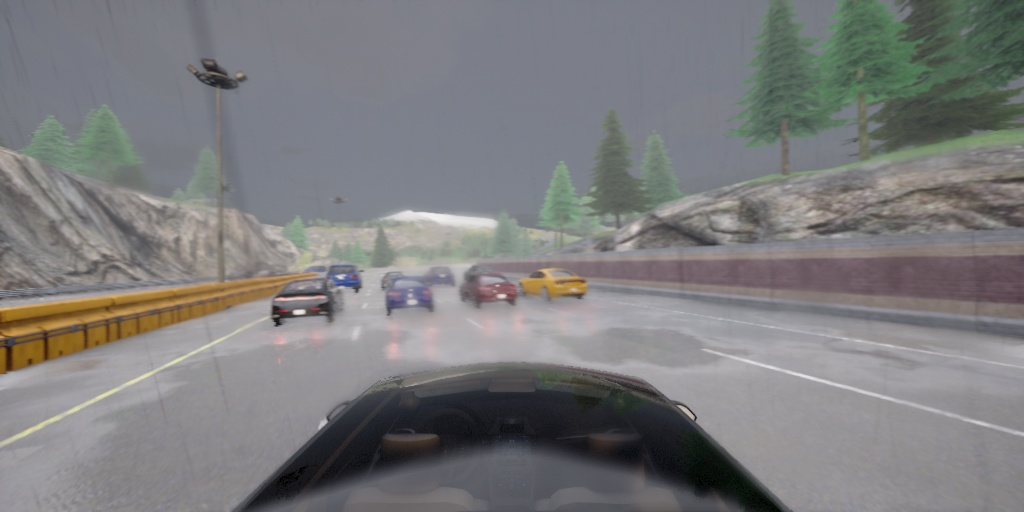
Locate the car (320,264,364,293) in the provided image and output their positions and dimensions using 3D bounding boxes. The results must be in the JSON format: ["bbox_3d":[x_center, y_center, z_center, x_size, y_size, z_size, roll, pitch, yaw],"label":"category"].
[{"bbox_3d":[-12.365,1.640,26.606,2.150,2.045,5.566,-1,-1,-19],"label":"car"}]

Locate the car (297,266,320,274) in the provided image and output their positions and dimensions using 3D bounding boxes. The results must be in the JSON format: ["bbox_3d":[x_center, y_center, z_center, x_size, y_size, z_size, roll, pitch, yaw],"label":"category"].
[{"bbox_3d":[-30.734,2.531,56.006,2.150,2.045,5.566,-2,-1,-8],"label":"car"}]

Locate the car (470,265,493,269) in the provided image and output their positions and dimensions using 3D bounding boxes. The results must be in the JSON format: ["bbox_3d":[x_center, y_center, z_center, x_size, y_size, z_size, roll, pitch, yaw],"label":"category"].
[{"bbox_3d":[-2.838,1.564,31.205,2.097,1.767,4.553,-1,-1,-19],"label":"car"}]

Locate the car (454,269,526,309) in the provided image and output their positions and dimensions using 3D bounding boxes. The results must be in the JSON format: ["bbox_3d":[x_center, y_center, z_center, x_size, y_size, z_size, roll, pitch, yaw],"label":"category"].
[{"bbox_3d":[-1.182,1.502,16.627,1.812,1.442,4.674,-1,-1,-20],"label":"car"}]

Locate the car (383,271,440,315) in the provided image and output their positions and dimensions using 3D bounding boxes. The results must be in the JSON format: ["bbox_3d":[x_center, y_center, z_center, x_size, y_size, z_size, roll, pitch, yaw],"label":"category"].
[{"bbox_3d":[-4.468,1.578,15.426,1.812,1.442,4.674,-1,-1,-20],"label":"car"}]

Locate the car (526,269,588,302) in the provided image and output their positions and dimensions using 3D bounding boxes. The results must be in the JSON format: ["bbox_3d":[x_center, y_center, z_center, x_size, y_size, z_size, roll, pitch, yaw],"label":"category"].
[{"bbox_3d":[1.927,1.390,18.314,1.882,1.535,5.008,-1,-1,-20],"label":"car"}]

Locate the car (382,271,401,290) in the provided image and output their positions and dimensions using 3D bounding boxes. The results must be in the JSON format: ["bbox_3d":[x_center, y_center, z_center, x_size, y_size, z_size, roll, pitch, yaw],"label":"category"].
[{"bbox_3d":[-9.528,1.937,29.154,1.994,1.385,4.181,-1,-1,-19],"label":"car"}]

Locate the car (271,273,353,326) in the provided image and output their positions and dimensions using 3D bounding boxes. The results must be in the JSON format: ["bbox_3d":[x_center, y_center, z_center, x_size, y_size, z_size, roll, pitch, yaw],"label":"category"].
[{"bbox_3d":[-7.512,1.604,13.551,2.128,1.511,4.902,-1,-1,-20],"label":"car"}]

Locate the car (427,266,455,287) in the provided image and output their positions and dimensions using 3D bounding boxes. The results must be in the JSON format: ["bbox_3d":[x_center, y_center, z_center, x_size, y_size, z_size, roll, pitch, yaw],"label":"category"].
[{"bbox_3d":[-6.117,1.639,29.981,2.097,1.767,4.553,-1,-1,-19],"label":"car"}]
